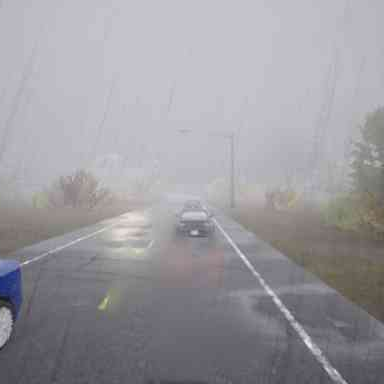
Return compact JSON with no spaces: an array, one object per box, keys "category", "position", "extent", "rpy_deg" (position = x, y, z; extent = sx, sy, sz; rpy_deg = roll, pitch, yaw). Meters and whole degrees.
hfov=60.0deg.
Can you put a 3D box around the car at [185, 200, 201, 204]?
[{"category":"car","position":[0.101,1.495,34.286],"extent":[2.033,1.411,5.357],"rpy_deg":[0,0,0]}]

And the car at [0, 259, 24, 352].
[{"category":"car","position":[-3.599,1.475,3.211],"extent":[1.882,1.535,5.008],"rpy_deg":[0,0,0]}]

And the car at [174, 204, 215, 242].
[{"category":"car","position":[0.112,1.510,16.052],"extent":[1.812,1.442,4.674],"rpy_deg":[0,0,0]}]
